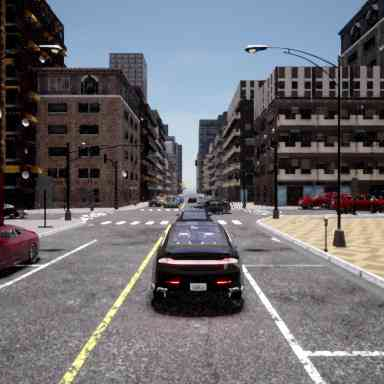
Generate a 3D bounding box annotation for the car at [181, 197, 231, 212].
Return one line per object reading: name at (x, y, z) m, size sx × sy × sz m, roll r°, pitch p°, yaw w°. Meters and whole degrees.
car at (1.622, 1.476, 32.020) m, size 4.674 × 1.442 × 1.812 m, roll -1°, pitch 0°, yaw -33°

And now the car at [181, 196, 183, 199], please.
car at (-3.005, 1.620, 58.103) m, size 1.895 × 1.301 × 4.718 m, roll 0°, pitch 0°, yaw 0°

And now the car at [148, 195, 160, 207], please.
car at (-5.624, 1.581, 51.223) m, size 1.947 × 1.339 × 4.313 m, roll 0°, pitch 0°, yaw 0°

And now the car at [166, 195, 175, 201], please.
car at (-5.580, 1.481, 85.318) m, size 1.967 × 1.590 × 4.097 m, roll 0°, pitch 0°, yaw 0°

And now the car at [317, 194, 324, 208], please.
car at (16.044, 1.204, 34.952) m, size 4.674 × 1.442 × 1.812 m, roll -1°, pitch 0°, yaw 0°

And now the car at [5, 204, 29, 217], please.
car at (-18.130, 1.806, 31.496) m, size 4.902 × 1.511 × 2.128 m, roll -1°, pitch 0°, yaw 0°

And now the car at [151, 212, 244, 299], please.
car at (0.113, 1.491, 8.405) m, size 2.128 × 1.511 × 4.902 m, roll 0°, pitch 0°, yaw 0°

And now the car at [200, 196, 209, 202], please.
car at (2.786, 1.612, 73.944) m, size 1.802 × 1.307 × 4.206 m, roll 0°, pitch 0°, yaw 0°

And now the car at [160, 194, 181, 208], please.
car at (-3.003, 1.365, 48.170) m, size 2.097 × 1.767 × 4.553 m, roll 0°, pitch 0°, yaw 0°

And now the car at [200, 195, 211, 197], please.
car at (2.763, 1.458, 56.897) m, size 1.967 × 1.590 × 4.097 m, roll 0°, pitch 0°, yaw 0°

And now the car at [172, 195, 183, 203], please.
car at (-2.919, 1.504, 68.470) m, size 1.882 × 1.535 × 5.008 m, roll 0°, pitch 0°, yaw 0°

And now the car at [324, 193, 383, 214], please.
car at (14.731, 1.029, 29.134) m, size 5.009 × 1.841 × 2.192 m, roll -1°, pitch 1°, yaw 0°

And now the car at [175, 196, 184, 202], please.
car at (-2.898, 1.572, 79.039) m, size 2.033 × 1.411 × 5.357 m, roll 0°, pitch 0°, yaw 0°

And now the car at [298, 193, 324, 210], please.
car at (14.608, 1.015, 37.512) m, size 5.009 × 1.841 × 2.192 m, roll -1°, pitch 1°, yaw 0°

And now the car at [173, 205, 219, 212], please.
car at (0.121, 1.565, 17.020) m, size 1.994 × 1.385 × 4.181 m, roll 0°, pitch 0°, yaw 0°

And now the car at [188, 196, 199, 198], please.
car at (0.169, 1.590, 71.744) m, size 1.994 × 1.385 × 4.181 m, roll 0°, pitch 0°, yaw 0°

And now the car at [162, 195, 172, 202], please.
car at (-5.595, 1.471, 73.953) m, size 1.967 × 1.590 × 4.097 m, roll 0°, pitch 0°, yaw 0°

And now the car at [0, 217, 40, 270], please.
car at (-5.730, 1.582, 9.199) m, size 1.802 × 1.307 × 4.206 m, roll 0°, pitch 0°, yaw 0°

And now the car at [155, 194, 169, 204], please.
car at (-5.610, 1.337, 62.588) m, size 2.192 × 1.841 × 5.009 m, roll 0°, pitch 0°, yaw 0°
